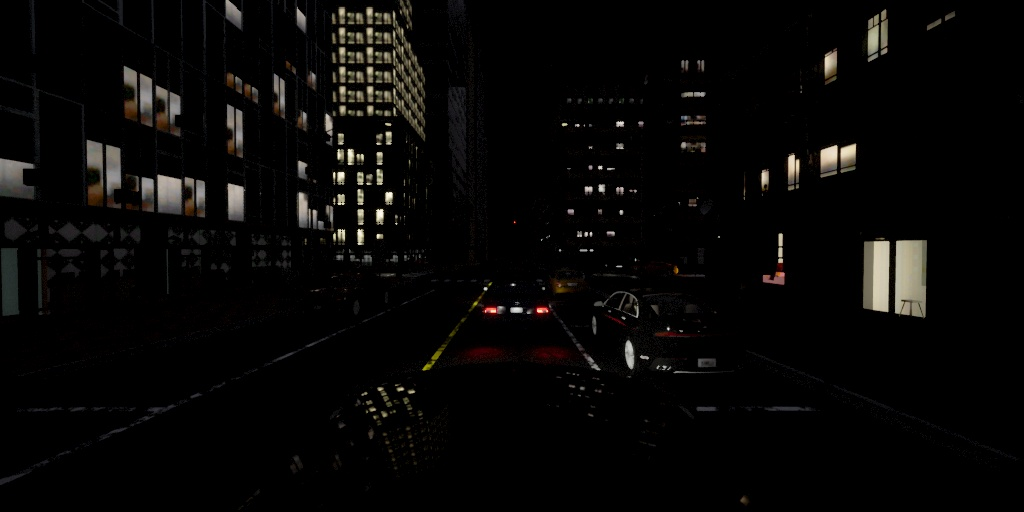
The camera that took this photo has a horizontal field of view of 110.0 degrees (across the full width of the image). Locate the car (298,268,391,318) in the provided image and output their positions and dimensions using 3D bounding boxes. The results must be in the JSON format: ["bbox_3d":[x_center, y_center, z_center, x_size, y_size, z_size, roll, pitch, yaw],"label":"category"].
[{"bbox_3d":[-5.843,1.292,13.020,1.888,1.381,4.507,0,0,0],"label":"car"}]

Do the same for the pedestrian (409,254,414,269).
[{"bbox_3d":[-12.628,0.669,45.066,0.375,1.860,0.375,0,0,1],"label":"pedestrian"}]

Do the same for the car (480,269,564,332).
[{"bbox_3d":[0.085,1.295,10.770,2.033,1.411,5.357,0,0,0],"label":"car"}]

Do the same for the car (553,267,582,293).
[{"bbox_3d":[2.787,1.271,18.792,1.751,1.417,4.829,0,0,0],"label":"car"}]

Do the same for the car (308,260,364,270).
[{"bbox_3d":[-17.646,1.108,36.402,5.008,1.535,1.882,0,1,-1],"label":"car"}]

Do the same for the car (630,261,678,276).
[{"bbox_3d":[15.452,1.336,39.196,5.008,1.535,1.882,0,1,1],"label":"car"}]

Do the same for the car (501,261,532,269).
[{"bbox_3d":[0.057,1.249,21.193,1.837,1.490,4.892,0,0,0],"label":"car"}]

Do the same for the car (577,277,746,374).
[{"bbox_3d":[2.807,1.299,7.333,2.007,1.370,4.403,0,0,0],"label":"car"}]

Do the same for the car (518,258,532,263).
[{"bbox_3d":[2.579,1.288,62.231,2.007,1.370,4.403,0,0,0],"label":"car"}]

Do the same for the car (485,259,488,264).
[{"bbox_3d":[-5.802,1.303,62.216,1.948,1.339,4.313,0,0,0],"label":"car"}]

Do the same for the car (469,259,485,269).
[{"bbox_3d":[-5.791,1.263,56.392,1.751,1.417,4.829,0,0,0],"label":"car"}]

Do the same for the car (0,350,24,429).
[{"bbox_3d":[-5.796,1.300,1.730,2.007,1.370,4.403,0,0,0],"label":"car"}]
